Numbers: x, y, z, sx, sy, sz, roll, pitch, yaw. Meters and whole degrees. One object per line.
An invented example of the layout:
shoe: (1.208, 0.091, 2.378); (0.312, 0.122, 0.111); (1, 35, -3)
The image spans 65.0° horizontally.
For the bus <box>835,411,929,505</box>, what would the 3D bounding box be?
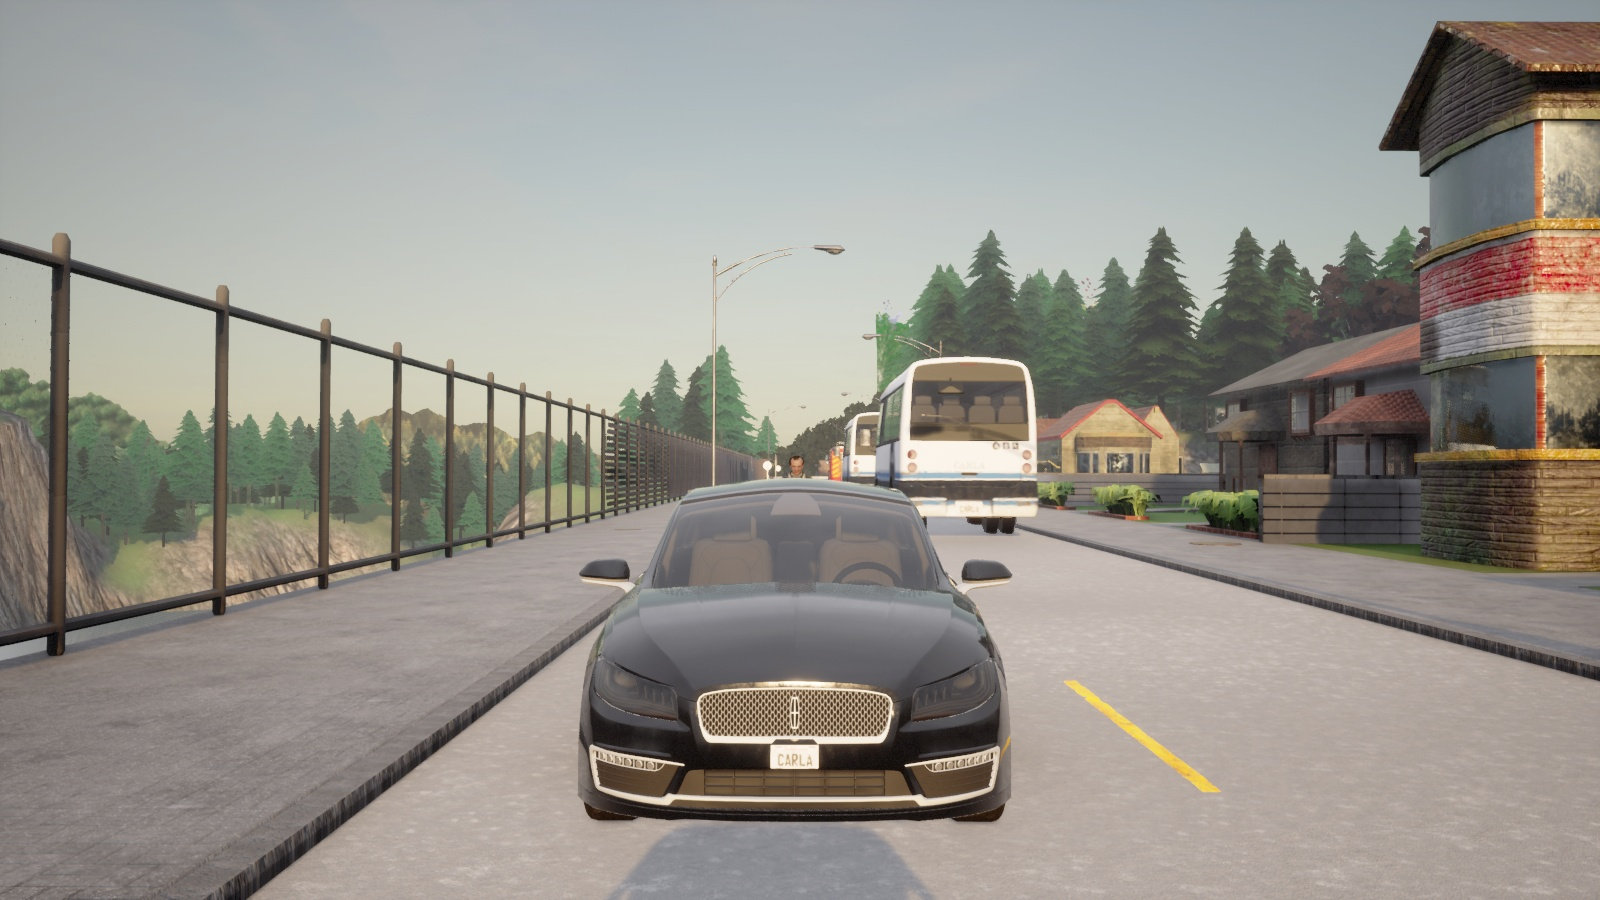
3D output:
bus: (3.848, 0.462, 62.073); (3.944, 4.253, 10.273); (0, -1, 0)

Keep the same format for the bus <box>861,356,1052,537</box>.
bus: (3.913, 0.002, 34.595); (3.944, 4.253, 10.273); (0, -1, 0)

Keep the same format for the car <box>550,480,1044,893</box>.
car: (-0.017, 0.939, 7.131); (1.837, 1.490, 4.892); (0, -1, 0)
